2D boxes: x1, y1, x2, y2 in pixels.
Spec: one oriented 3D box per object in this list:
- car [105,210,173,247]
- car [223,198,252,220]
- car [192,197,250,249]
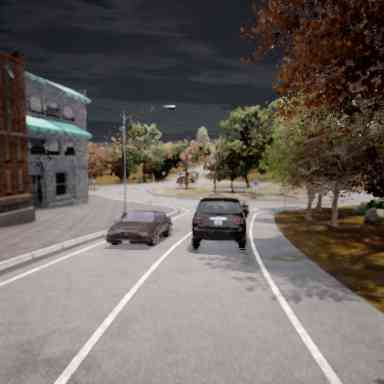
[{"bbox_3d":[-2.167,1.531,15.309,2.033,1.411,5.357,1,0,8],"label":"car"},{"bbox_3d":[4.256,1.497,30.643,2.128,1.511,4.902,1,2,14],"label":"car"},{"bbox_3d":[1.301,1.256,14.972,2.150,2.045,5.566,1,0,7],"label":"car"}]
